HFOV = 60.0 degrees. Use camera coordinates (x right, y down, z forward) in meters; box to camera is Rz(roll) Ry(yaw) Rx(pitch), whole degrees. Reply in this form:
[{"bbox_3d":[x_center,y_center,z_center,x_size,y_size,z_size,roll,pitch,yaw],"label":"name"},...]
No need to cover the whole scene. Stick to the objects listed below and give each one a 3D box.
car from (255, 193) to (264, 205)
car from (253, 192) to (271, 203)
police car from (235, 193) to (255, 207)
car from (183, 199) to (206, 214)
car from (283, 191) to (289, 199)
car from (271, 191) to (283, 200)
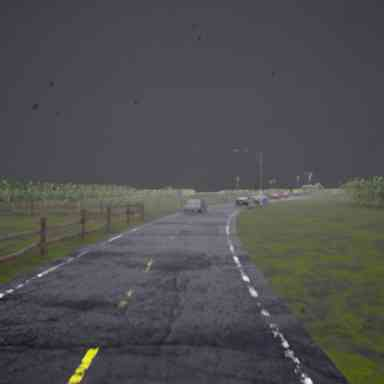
[{"bbox_3d":[10.823,1.396,57.968,1.837,1.490,4.892,0,0,21],"label":"car"},{"bbox_3d":[13.099,1.346,63.421,1.882,1.535,5.008,0,0,24],"label":"car"},{"bbox_3d":[7.565,1.352,48.791,1.930,1.638,5.238,0,0,18],"label":"police car"},{"bbox_3d":[0.329,1.477,35.193,1.837,1.490,4.892,0,0,12],"label":"car"},{"bbox_3d":[24.427,0.810,89.113,2.150,2.045,5.566,0,0,26],"label":"car"},{"bbox_3d":[19.559,1.130,79.004,1.882,1.535,5.008,0,0,26],"label":"car"}]
